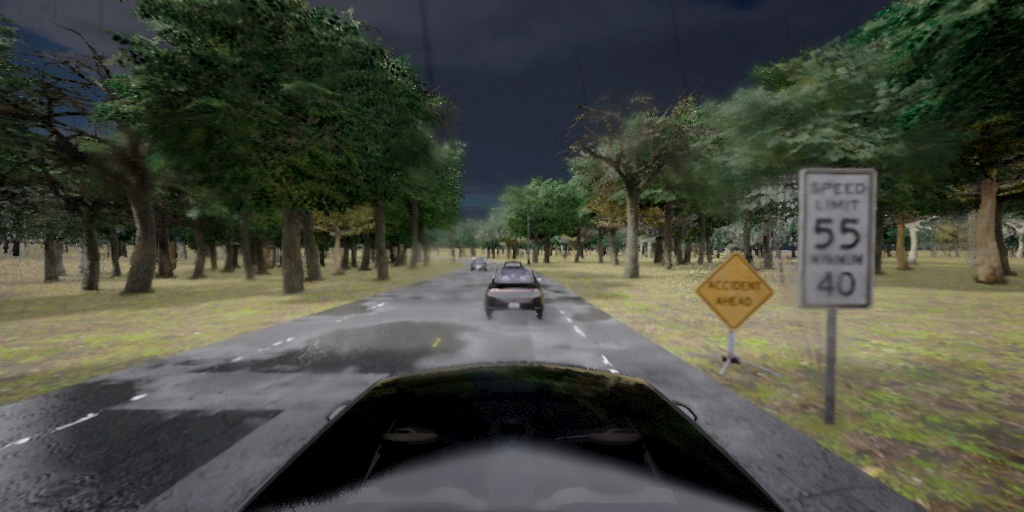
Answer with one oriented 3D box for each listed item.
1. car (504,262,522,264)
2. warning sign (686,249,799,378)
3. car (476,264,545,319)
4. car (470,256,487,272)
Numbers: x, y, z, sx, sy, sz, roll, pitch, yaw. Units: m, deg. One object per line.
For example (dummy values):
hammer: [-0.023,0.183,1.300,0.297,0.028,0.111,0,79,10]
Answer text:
car: [0.075,1.163,28.006,1.837,1.490,4.892,0,0,0]
warning sign: [3.551,0.851,5.832,1.300,1.860,1.060,0,0,0]
car: [0.087,1.202,12.657,2.128,1.511,4.902,0,0,0]
car: [-3.890,1.105,42.513,2.128,1.511,4.902,0,0,-2]
